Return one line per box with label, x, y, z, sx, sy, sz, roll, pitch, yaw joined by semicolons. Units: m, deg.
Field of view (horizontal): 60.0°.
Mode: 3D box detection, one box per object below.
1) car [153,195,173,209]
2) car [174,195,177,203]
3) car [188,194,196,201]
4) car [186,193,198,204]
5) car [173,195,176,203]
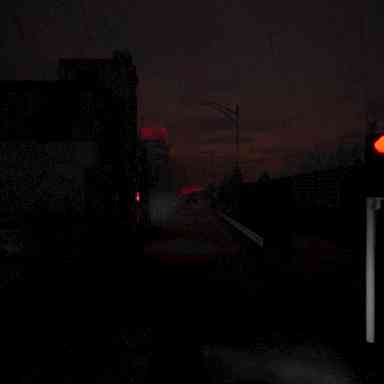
car;-4.130;1.492;44.382;2.128;1.511;4.902;0;0;0
car;-4.088;1.352;66.103;2.097;1.767;4.553;0;0;1
car;-0.064;1.310;76.718;1.882;1.535;5.008;0;0;0
car;-0.053;1.221;66.327;2.150;2.045;5.566;0;0;0
car;-4.132;1.601;54.616;1.895;1.301;4.718;0;0;0
